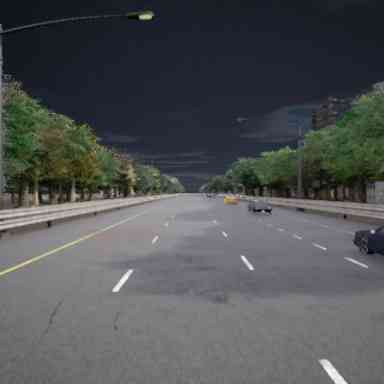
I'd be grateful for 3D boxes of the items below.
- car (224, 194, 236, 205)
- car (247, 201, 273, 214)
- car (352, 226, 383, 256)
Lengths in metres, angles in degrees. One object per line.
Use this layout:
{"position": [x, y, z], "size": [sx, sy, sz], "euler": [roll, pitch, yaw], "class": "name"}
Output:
{"position": [7.016, 1.523, 61.237], "size": [1.882, 1.535, 5.008], "euler": [0, 0, 0], "class": "car"}
{"position": [7.003, 1.609, 34.919], "size": [1.895, 1.301, 4.718], "euler": [0, 0, 0], "class": "car"}
{"position": [7.001, 1.550, 10.161], "size": [2.033, 1.411, 5.357], "euler": [0, 0, 0], "class": "car"}
